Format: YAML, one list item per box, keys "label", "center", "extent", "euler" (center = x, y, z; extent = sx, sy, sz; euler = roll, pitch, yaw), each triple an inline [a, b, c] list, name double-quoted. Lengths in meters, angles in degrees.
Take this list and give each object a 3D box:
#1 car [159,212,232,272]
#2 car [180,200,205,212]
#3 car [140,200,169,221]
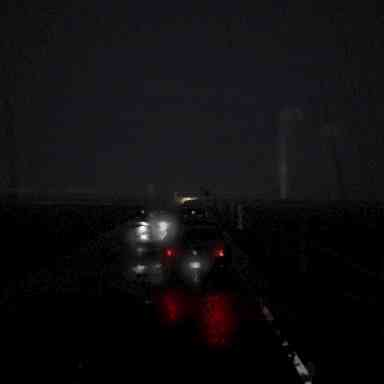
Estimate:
- label: "car"
  center: [0.086, 1.554, 10.605]
  extent: [1.895, 1.301, 4.718]
  euler: [0, 0, 0]
- label: "car"
  center: [0.079, 1.352, 27.267]
  extent: [1.882, 1.535, 5.008]
  euler: [0, 0, 0]
- label: "car"
  center: [-2.857, 1.406, 26.086]
  extent: [1.812, 1.442, 4.674]
  euler: [0, 0, 0]
